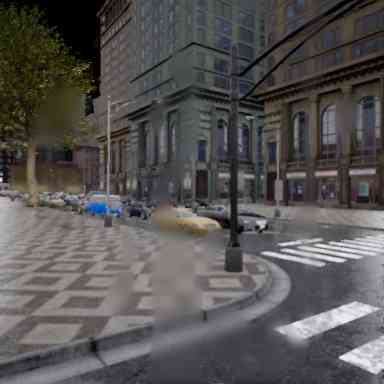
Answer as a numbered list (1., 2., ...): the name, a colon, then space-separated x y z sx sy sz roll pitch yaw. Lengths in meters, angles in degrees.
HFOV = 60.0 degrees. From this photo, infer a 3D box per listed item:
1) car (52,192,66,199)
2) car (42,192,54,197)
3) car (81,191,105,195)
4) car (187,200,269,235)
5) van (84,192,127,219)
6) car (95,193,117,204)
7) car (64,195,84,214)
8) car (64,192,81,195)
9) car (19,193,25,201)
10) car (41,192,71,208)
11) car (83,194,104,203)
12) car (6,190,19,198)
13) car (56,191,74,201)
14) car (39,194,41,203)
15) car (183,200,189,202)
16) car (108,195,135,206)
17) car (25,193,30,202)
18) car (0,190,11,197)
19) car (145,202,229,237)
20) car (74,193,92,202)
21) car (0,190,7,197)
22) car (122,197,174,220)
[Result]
1. car: -29.233 0.691 73.153 1.887 1.381 4.507 1 0 -35
2. car: -35.717 0.576 82.327 1.802 1.307 4.206 1 0 -35
3. car: -9.426 0.940 34.967 2.150 2.045 5.566 0 1 -35
4. car: 2.112 1.439 18.616 2.128 1.511 4.902 0 0 -35
5. van: -7.011 1.146 26.939 1.690 1.788 3.998 1 0 -35
6. car: -13.022 0.983 50.219 1.967 1.590 4.097 1 0 -35
7. car: -10.256 1.285 31.527 2.008 1.369 4.403 1 0 -35
8. car: -15.310 1.099 43.364 1.812 1.442 4.674 0 1 -34
9. car: -26.466 0.886 54.468 2.008 1.369 4.403 1 0 -35
10. car: -16.642 1.106 40.567 1.752 1.417 4.829 1 0 -35
11. car: -16.266 1.013 54.806 2.008 1.369 4.403 1 0 -35
12. car: -36.189 0.540 68.230 1.967 1.590 4.097 1 0 -35
13. car: -22.620 0.697 59.155 2.097 1.767 4.553 0 1 -34
14. car: -19.982 1.047 45.293 2.008 1.369 4.403 1 0 -35
15. car: -0.057 1.417 31.867 1.947 1.339 4.313 1 0 -35
16. car: -9.783 1.176 45.632 2.008 1.369 4.403 1 0 -35
17. car: -23.224 0.966 49.881 2.008 1.369 4.403 1 0 -35
18. car: -45.916 0.312 81.993 1.967 1.590 4.097 1 0 -35
19. car: -0.430 1.452 17.620 1.752 1.417 4.829 1 0 -35
20. car: -19.508 0.964 59.393 1.802 1.307 4.206 1 0 -35
21. car: -42.673 0.387 77.405 1.967 1.590 4.097 1 0 -35
22. car: -3.610 1.408 26.723 1.994 1.385 4.181 0 0 -35
